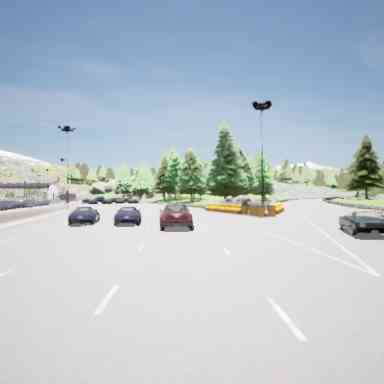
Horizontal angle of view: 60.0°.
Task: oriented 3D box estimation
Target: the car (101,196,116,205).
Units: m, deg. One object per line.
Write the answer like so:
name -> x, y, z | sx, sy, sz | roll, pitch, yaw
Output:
car -> -21.854, 2.465, 85.442 | 2.128, 1.511, 4.902 | 0, -1, -25

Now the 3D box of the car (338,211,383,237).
car -> 9.556, 1.702, 18.618 | 1.895, 1.301, 4.718 | -1, -1, 13

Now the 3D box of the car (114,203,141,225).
car -> -5.089, 1.845, 26.590 | 1.994, 1.385, 4.181 | 0, 0, -7

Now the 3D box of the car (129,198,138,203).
car -> -15.697, 2.444, 88.796 | 2.128, 1.511, 4.902 | 0, -1, -25

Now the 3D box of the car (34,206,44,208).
car -> -24.756, 2.210, 52.627 | 2.033, 1.411, 5.357 | 0, -1, -15

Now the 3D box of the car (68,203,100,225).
car -> -8.693, 1.876, 27.027 | 1.994, 1.385, 4.181 | 0, 0, -8

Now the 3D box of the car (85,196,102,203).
car -> -24.920, 2.461, 83.717 | 2.128, 1.511, 4.902 | 0, -1, -25

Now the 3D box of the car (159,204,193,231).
car -> -1.167, 1.569, 22.807 | 2.097, 1.767, 4.553 | 0, -1, -6

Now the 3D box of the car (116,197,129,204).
car -> -18.782, 2.455, 87.133 | 2.128, 1.511, 4.902 | 0, -1, -25
